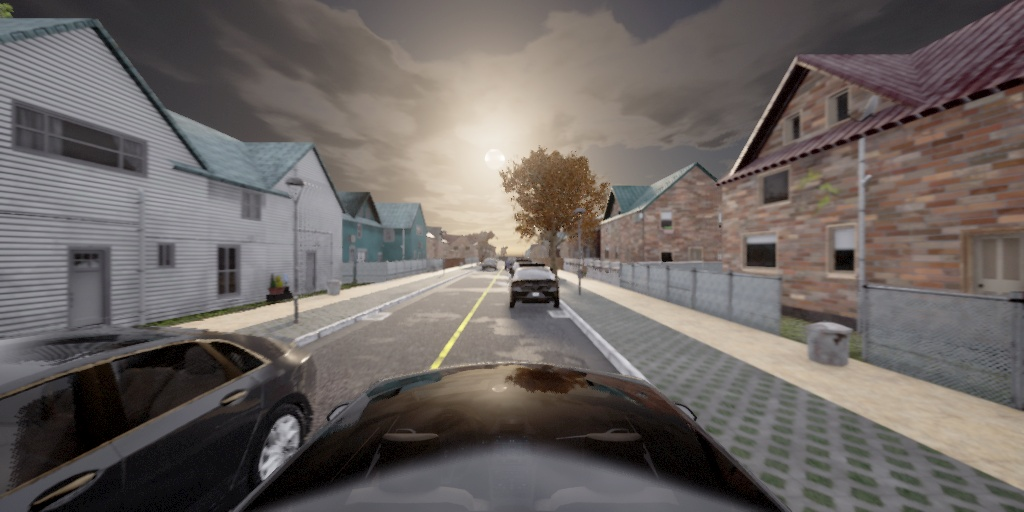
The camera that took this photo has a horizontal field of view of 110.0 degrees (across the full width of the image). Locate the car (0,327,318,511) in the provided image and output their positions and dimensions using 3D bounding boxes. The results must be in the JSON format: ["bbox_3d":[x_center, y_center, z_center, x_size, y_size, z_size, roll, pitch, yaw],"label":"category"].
[{"bbox_3d":[-2.851,1.255,1.644,1.837,1.490,4.892,0,0,0],"label":"car"}]

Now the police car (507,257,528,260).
[{"bbox_3d":[0.819,1.068,24.997,1.930,1.638,5.238,0,0,0],"label":"police car"}]

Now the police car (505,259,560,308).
[{"bbox_3d":[0.822,1.111,14.997,1.930,1.638,5.238,0,0,0],"label":"police car"}]

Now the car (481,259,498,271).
[{"bbox_3d":[-2.836,1.100,46.081,1.837,1.490,4.892,0,-1,0],"label":"car"}]

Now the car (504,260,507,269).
[{"bbox_3d":[0.002,0.949,51.190,2.097,1.767,4.553,0,0,0],"label":"car"}]
